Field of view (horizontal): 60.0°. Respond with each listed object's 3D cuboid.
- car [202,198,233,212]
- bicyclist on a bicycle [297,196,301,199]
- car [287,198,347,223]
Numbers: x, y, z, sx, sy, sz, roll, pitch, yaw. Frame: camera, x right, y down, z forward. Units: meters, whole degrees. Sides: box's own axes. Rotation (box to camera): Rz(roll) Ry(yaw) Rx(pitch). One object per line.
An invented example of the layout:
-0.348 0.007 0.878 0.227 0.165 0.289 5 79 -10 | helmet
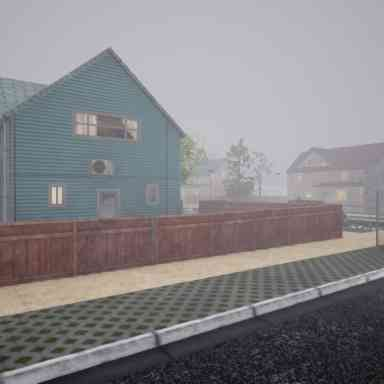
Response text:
2.763 1.383 31.760 1.882 1.535 5.008 0 0 -36 | car
10.150 1.206 31.488 1.656 1.620 0.582 -1 1 -36 | bicyclist on a bicycle
8.546 1.304 23.649 2.097 1.767 4.553 0 0 -35 | car
